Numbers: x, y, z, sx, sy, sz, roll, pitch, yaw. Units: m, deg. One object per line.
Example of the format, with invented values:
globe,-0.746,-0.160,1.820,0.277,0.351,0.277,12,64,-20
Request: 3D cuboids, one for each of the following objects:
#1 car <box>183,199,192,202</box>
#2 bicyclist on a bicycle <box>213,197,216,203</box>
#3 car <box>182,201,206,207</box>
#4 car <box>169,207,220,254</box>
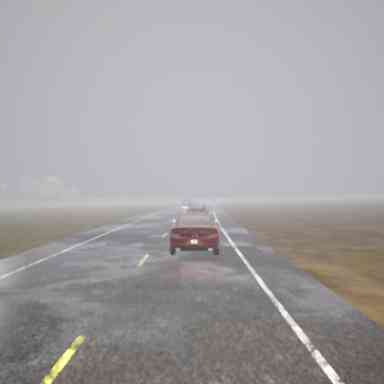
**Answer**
car,-0.918,2.122,66.606,2.128,1.511,4.902,0,0,5
bicyclist on a bicycle,5.955,2.286,91.845,0.582,1.620,1.656,0,-1,6
car,0.483,1.765,28.420,2.128,1.511,4.902,0,0,2
car,0.139,1.616,14.205,1.882,1.535,5.008,0,0,2
